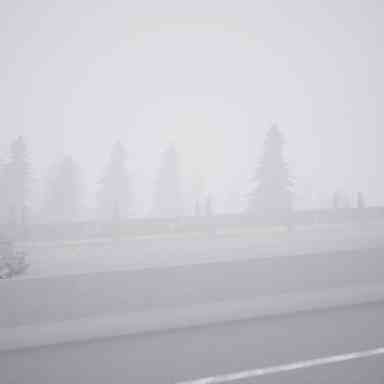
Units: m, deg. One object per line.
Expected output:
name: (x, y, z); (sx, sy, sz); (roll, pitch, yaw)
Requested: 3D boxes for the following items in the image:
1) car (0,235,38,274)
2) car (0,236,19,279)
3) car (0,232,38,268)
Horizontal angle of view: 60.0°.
car: (-7.842, 2.373, 11.431); (4.181, 1.385, 1.994); (-2, -2, -14)
car: (-7.223, 2.119, 7.987); (5.008, 1.535, 1.882); (-2, -2, -14)
car: (-9.518, 2.610, 14.614); (4.718, 1.301, 1.895); (-2, -2, -14)
